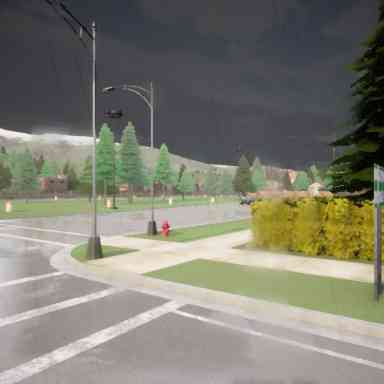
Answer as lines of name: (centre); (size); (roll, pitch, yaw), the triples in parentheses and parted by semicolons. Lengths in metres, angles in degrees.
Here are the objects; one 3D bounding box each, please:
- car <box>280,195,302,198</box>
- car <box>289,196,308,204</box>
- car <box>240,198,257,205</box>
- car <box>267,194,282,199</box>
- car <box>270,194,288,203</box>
car: (16.318, 1.564, 53.700); (1.994, 1.385, 4.181); (0, 0, 35)
car: (21.428, 1.547, 66.725); (2.033, 1.411, 5.357); (0, 0, 36)
car: (10.143, 1.601, 57.112); (1.895, 1.301, 4.718); (0, 0, 36)
car: (13.370, 1.526, 55.600); (1.812, 1.442, 4.674); (0, 0, 36)
car: (17.716, 1.353, 67.566); (2.097, 1.767, 4.553); (0, 0, 36)
